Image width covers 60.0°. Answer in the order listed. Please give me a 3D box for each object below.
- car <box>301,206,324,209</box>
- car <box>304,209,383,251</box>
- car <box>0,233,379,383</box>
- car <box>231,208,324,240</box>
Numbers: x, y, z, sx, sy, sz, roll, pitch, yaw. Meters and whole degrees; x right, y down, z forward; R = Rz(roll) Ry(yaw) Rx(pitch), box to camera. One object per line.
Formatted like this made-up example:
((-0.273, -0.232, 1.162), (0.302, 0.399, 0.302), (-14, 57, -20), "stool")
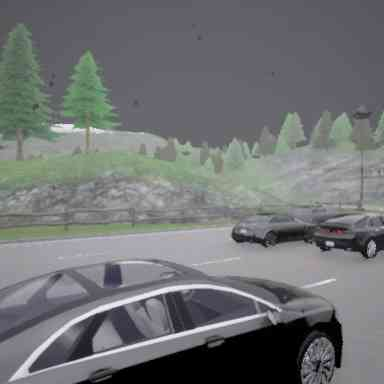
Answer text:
((8.238, 1.655, 22.525), (4.181, 1.385, 1.994), (0, 0, -35), "car")
((6.708, 1.562, 12.834), (4.892, 1.490, 1.837), (1, -1, -36), "car")
((-0.344, 1.500, 3.502), (4.902, 1.511, 2.128), (0, 0, -36), "car")
((3.788, 1.617, 15.049), (4.181, 1.385, 1.994), (0, 0, -36), "car")
